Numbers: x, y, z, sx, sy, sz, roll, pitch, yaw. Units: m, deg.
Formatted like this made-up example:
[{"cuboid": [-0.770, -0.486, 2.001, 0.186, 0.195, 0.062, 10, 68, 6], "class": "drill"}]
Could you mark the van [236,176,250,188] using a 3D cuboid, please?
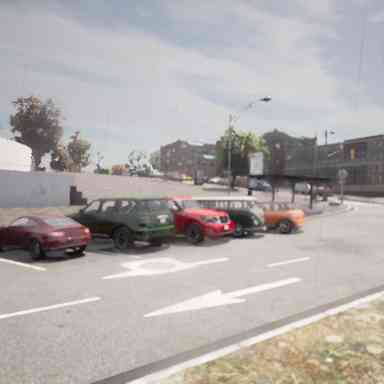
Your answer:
[{"cuboid": [10.298, -1.662, 60.038, 1.878, 1.987, 4.442, 7, 4, 35], "class": "van"}]

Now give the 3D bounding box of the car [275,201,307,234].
[{"cuboid": [4.152, 1.337, 19.319, 4.553, 1.767, 2.185, -1, 0, 35], "class": "car"}]

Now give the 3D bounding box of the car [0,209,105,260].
[{"cuboid": [-5.723, 1.526, 12.419, 4.674, 1.452, 2.002, -1, 0, 35], "class": "car"}]

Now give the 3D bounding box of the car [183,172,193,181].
[{"cuboid": [-1.722, -3.350, 77.507, 1.946, 1.575, 5.366, 7, 3, 34], "class": "car"}]

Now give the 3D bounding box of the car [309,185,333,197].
[{"cuboid": [18.986, -0.034, 47.837, 2.002, 1.452, 4.674, 7, 3, 35], "class": "car"}]

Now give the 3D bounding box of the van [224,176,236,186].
[{"cuboid": [8.563, -1.935, 62.505, 1.878, 1.987, 4.442, 7, 4, 35], "class": "van"}]

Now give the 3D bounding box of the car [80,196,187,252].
[{"cuboid": [-3.300, 1.229, 14.180, 5.566, 2.045, 2.435, -1, 0, 35], "class": "car"}]

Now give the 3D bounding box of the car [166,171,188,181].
[{"cuboid": [-3.578, -3.872, 79.762, 2.435, 2.045, 5.566, 7, 4, 34], "class": "car"}]

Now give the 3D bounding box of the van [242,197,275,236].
[{"cuboid": [1.746, 1.241, 17.564, 4.442, 1.987, 1.878, -1, -1, 35], "class": "van"}]

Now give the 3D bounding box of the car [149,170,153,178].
[{"cuboid": [-8.889, -4.535, 87.035, 2.435, 2.045, 5.566, 1, -1, 34], "class": "car"}]

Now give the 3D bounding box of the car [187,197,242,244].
[{"cuboid": [-0.790, 1.223, 15.890, 5.566, 2.045, 2.435, -1, -1, 35], "class": "car"}]

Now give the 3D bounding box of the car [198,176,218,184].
[{"cuboid": [3.400, -2.490, 70.008, 2.002, 1.452, 4.674, 7, 3, 35], "class": "car"}]

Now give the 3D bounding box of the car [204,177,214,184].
[{"cuboid": [5.148, -2.216, 67.550, 2.002, 1.452, 4.674, 7, 4, 35], "class": "car"}]

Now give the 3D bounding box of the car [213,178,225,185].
[{"cuboid": [6.984, -1.985, 65.233, 1.946, 1.575, 5.366, 7, 3, 35], "class": "car"}]

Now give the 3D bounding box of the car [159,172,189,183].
[{"cuboid": [-3.539, -2.644, 64.185, 2.033, 1.411, 5.357, 2, 4, -35], "class": "car"}]

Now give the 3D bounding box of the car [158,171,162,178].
[{"cuboid": [-5.378, -4.023, 82.225, 2.185, 1.767, 4.553, 6, 3, 34], "class": "car"}]

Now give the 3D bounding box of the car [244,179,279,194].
[{"cuboid": [9.779, -0.586, 45.544, 1.812, 1.442, 4.674, 2, 4, -36], "class": "car"}]

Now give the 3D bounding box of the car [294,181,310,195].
[{"cuboid": [17.289, -0.597, 50.305, 2.435, 2.045, 5.566, 7, 3, 35], "class": "car"}]

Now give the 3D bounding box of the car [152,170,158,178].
[{"cuboid": [-7.113, -4.258, 84.691, 2.185, 1.767, 4.553, 4, 1, 33], "class": "car"}]
